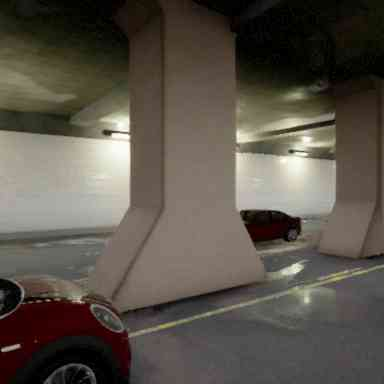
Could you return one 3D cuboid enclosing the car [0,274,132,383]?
[{"bbox_3d":[-2.881,1.355,3.104,4.553,1.767,2.097,0,0,-35],"label":"car"}]

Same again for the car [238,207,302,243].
[{"bbox_3d":[2.677,1.455,14.491,5.008,1.535,1.882,0,0,-35],"label":"car"}]
